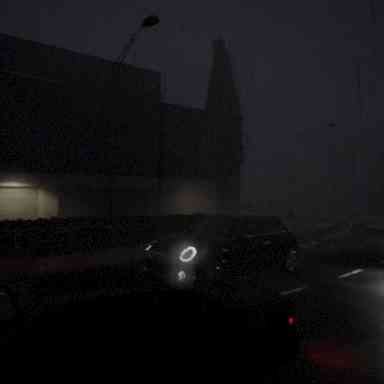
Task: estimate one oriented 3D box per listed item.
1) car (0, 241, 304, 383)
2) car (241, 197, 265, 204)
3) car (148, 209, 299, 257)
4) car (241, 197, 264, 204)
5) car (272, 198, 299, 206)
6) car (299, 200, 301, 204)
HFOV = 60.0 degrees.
[{"bbox_3d":[-1.180,1.553,3.208,5.357,1.411,2.033,0,0,-36],"label":"car"},{"bbox_3d":[13.754,1.913,75.666,2.033,1.411,5.357,0,0,-37],"label":"car"},{"bbox_3d":[0.912,1.391,9.164,4.553,1.767,2.097,0,0,-38],"label":"car"},{"bbox_3d":[12.593,1.902,71.399,1.994,1.385,4.181,0,0,-37],"label":"car"},{"bbox_3d":[17.614,1.854,64.305,1.837,1.490,4.892,0,0,-33],"label":"car"},{"bbox_3d":[19.611,1.914,67.717,2.033,1.411,5.357,0,0,-33],"label":"car"}]
